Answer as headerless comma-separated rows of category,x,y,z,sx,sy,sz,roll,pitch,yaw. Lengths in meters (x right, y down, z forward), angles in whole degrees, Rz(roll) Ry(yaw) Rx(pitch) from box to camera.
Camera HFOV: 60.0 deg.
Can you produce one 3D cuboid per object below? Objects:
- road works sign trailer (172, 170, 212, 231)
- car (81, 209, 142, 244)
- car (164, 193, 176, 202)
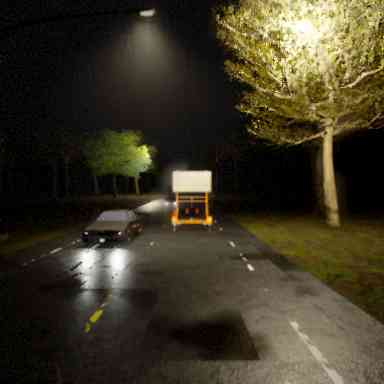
road works sign trailer,0.001,0.438,20.249,2.380,3.560,2.880,0,0,0
car,-3.600,1.546,15.983,2.033,1.411,5.357,0,0,0
car,-3.558,0.929,57.130,1.812,1.442,4.674,0,1,0
